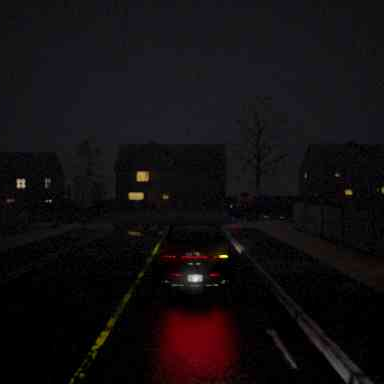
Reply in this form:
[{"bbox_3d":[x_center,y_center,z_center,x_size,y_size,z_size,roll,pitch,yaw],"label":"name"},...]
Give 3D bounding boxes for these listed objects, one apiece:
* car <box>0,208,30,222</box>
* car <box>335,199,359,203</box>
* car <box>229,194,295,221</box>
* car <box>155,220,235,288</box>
[{"bbox_3d":[-15.204,1.955,25.986,4.674,1.442,1.812,-1,1,0],"label":"car"},{"bbox_3d":[13.165,1.327,29.089,4.718,1.301,1.895,-1,1,0],"label":"car"},{"bbox_3d":[5.673,1.154,26.421,5.566,2.045,2.150,-2,-1,-16],"label":"car"},{"bbox_3d":[0.065,1.537,9.318,1.837,1.490,4.892,0,0,0],"label":"car"}]
